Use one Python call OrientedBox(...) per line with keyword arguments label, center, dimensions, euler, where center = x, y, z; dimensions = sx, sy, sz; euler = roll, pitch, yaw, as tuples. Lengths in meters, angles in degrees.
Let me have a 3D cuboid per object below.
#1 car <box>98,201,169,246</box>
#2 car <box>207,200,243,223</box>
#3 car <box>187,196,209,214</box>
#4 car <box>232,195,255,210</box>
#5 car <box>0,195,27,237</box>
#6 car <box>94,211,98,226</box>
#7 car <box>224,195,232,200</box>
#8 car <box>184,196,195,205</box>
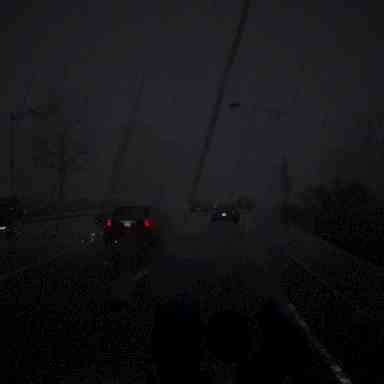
OrientedBox(label="car", center=(-2.384, 1.330, 15.486), dimensions=(2.097, 1.767, 4.553), euler=(0, 0, 6))
OrientedBox(label="car", center=(2.592, 1.544, 25.155), dimensions=(1.994, 1.385, 4.181), euler=(0, 0, 10))
OrientedBox(label="car", center=(1.146, 1.489, 34.956), dimensions=(1.812, 1.442, 4.674), euler=(0, 0, 14))
OrientedBox(label="car", center=(6.708, 1.326, 41.701), dimensions=(2.097, 1.767, 4.553), euler=(0, 0, 17))
OrientedBox(label="car", center=(-9.726, 1.182, 14.779), dimensions=(2.150, 2.045, 5.566), euler=(0, 0, 6))
OrientedBox(label="car", center=(-5.072, 1.438, 23.112), dimensions=(1.882, 1.535, 5.008), euler=(0, 0, 9))
OrientedBox(label="car", center=(7.675, 1.294, 63.794), dimensions=(2.097, 1.767, 4.553), euler=(0, 0, 26))
OrientedBox(label="car", center=(0.285, 1.403, 55.613), dimensions=(1.882, 1.535, 5.008), euler=(0, 0, 22))
